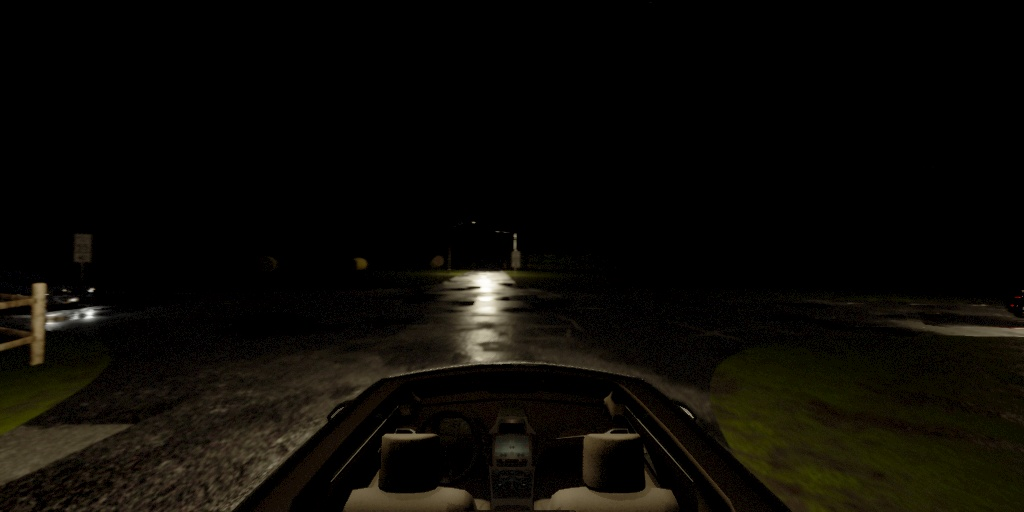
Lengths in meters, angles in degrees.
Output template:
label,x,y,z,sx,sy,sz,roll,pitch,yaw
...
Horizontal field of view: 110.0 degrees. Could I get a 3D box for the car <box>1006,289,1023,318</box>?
label,x,y,z,sx,sy,sz,roll,pitch,yaw
car,23.156,1.923,14.507,4.892,1.490,1.837,1,0,-3

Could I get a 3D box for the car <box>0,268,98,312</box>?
label,x,y,z,sx,sy,sz,roll,pitch,yaw
car,-18.289,1.128,12.666,5.357,1.411,2.033,1,0,-3
